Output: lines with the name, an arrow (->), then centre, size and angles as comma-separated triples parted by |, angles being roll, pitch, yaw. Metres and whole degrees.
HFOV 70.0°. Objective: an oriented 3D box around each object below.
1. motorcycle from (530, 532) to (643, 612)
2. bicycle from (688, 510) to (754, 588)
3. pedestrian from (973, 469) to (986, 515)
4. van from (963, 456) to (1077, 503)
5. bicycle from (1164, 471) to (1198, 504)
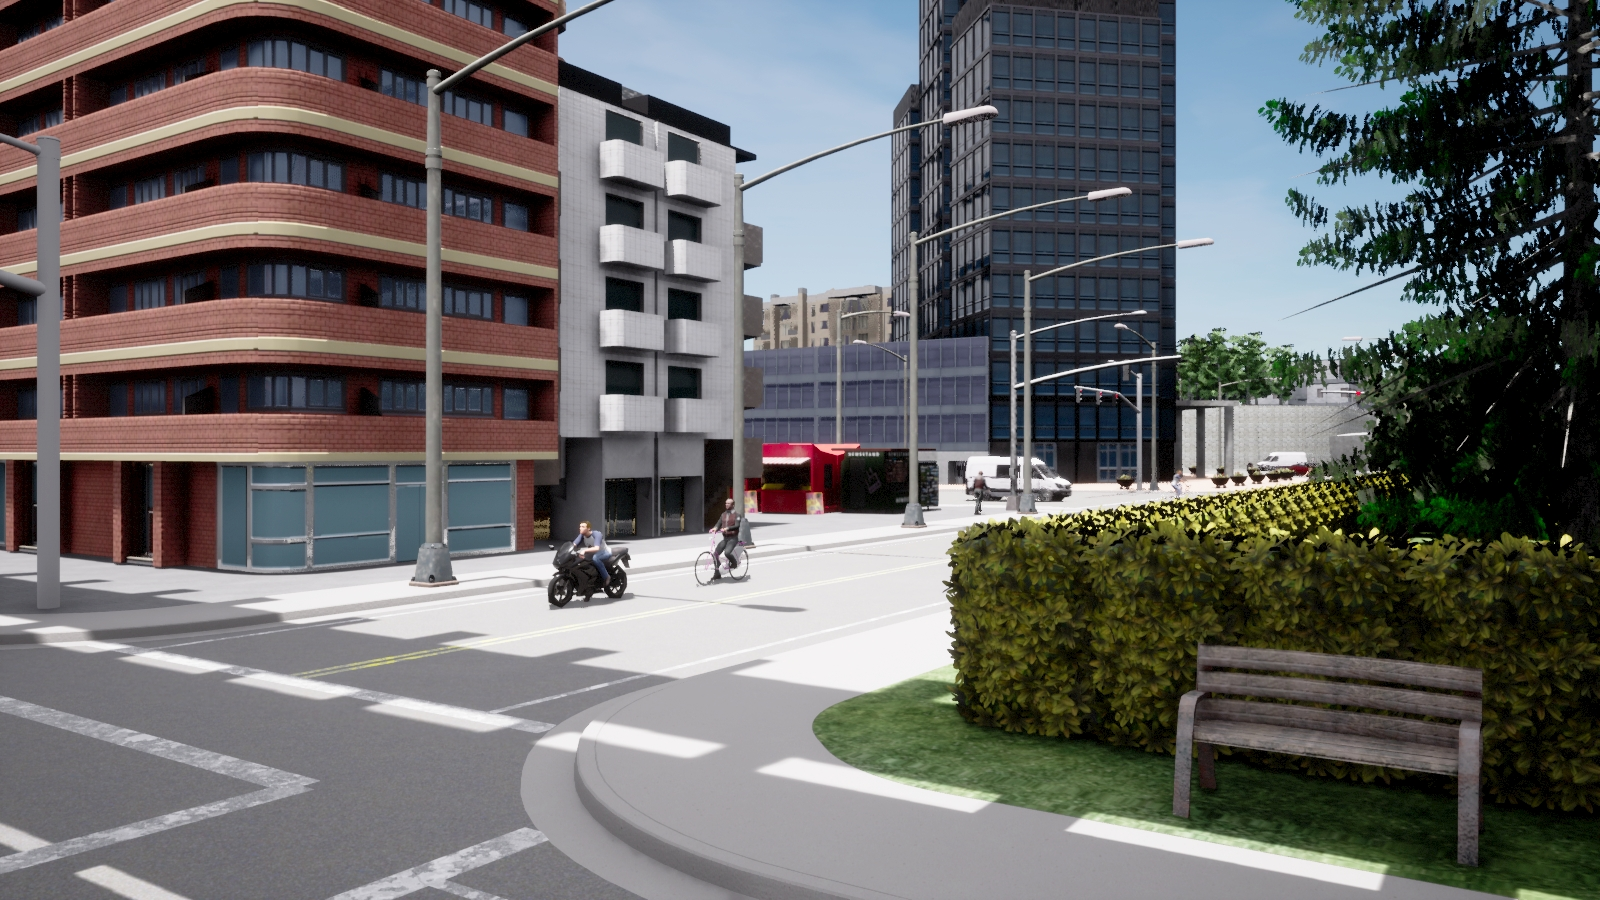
motorcycle -> -3.850, 2.174, 20.756 | 0.803, 1.224, 2.033 | 0, 0, 34
bicycle -> -1.641, 2.048, 23.979 | 0.329, 1.496, 1.835 | 0, 0, 34
pedestrian -> 7.338, 1.708, 46.717 | 0.375, 1.860, 0.375 | 0, 0, 43
van -> 12.308, 1.621, 64.110 | 5.915, 2.561, 1.988 | -1, 0, 33
bicycle -> 20.045, 1.980, 60.106 | 1.643, 1.717, 0.373 | 0, -1, 12
